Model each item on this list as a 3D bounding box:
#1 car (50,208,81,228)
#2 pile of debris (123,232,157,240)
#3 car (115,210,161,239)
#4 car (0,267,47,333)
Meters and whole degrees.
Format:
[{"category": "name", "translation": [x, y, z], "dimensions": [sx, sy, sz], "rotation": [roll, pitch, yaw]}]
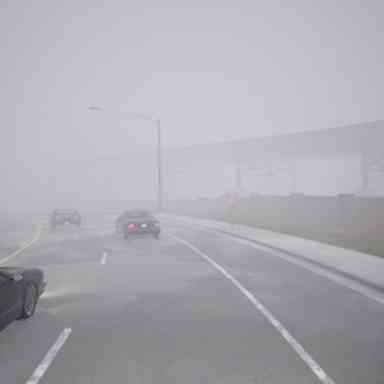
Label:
[{"category": "car", "translation": [-9.413, 1.857, 24.516], "dimensions": [1.895, 1.301, 4.718], "rotation": [-1, 0, -25]}, {"category": "pile of debris", "translation": [-2.760, 2.296, 17.345], "dimensions": [1.500, 0.140, 1.860], "rotation": [-1, 0, -17]}, {"category": "car", "translation": [-3.080, 1.677, 18.279], "dimensions": [2.033, 1.411, 5.357], "rotation": [-1, 0, -19]}, {"category": "car", "translation": [-3.684, 1.608, 4.334], "dimensions": [2.033, 1.411, 5.357], "rotation": [-1, 0, -5]}]
